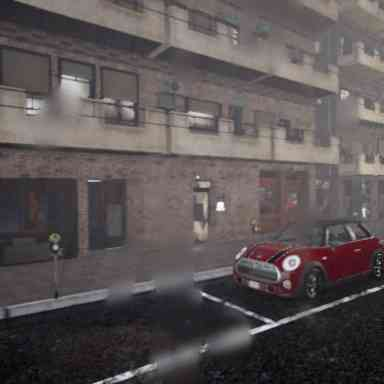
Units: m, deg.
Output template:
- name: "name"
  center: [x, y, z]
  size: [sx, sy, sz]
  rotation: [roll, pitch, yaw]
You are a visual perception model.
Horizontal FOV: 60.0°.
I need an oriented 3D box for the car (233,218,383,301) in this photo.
- name: "car"
  center: [2.934, 1.431, 8.201]
  size: [4.097, 1.590, 1.967]
  rotation: [0, -1, -35]
